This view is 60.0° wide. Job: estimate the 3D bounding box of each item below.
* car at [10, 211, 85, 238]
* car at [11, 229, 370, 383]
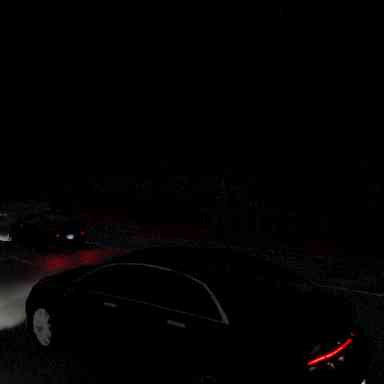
[{"bbox_3d":[-6.312,1.537,14.434,1.812,1.442,4.674,0,0,-45],"label":"car"},{"bbox_3d":[-0.377,1.516,4.496,4.892,1.490,1.837,0,0,37],"label":"car"}]
